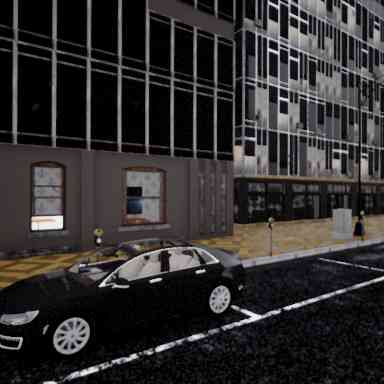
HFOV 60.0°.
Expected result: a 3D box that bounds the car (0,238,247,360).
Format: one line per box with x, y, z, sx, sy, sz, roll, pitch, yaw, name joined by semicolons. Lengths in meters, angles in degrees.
-0.983;1.549;5.850;4.403;1.369;2.008;0;0;-35;car
